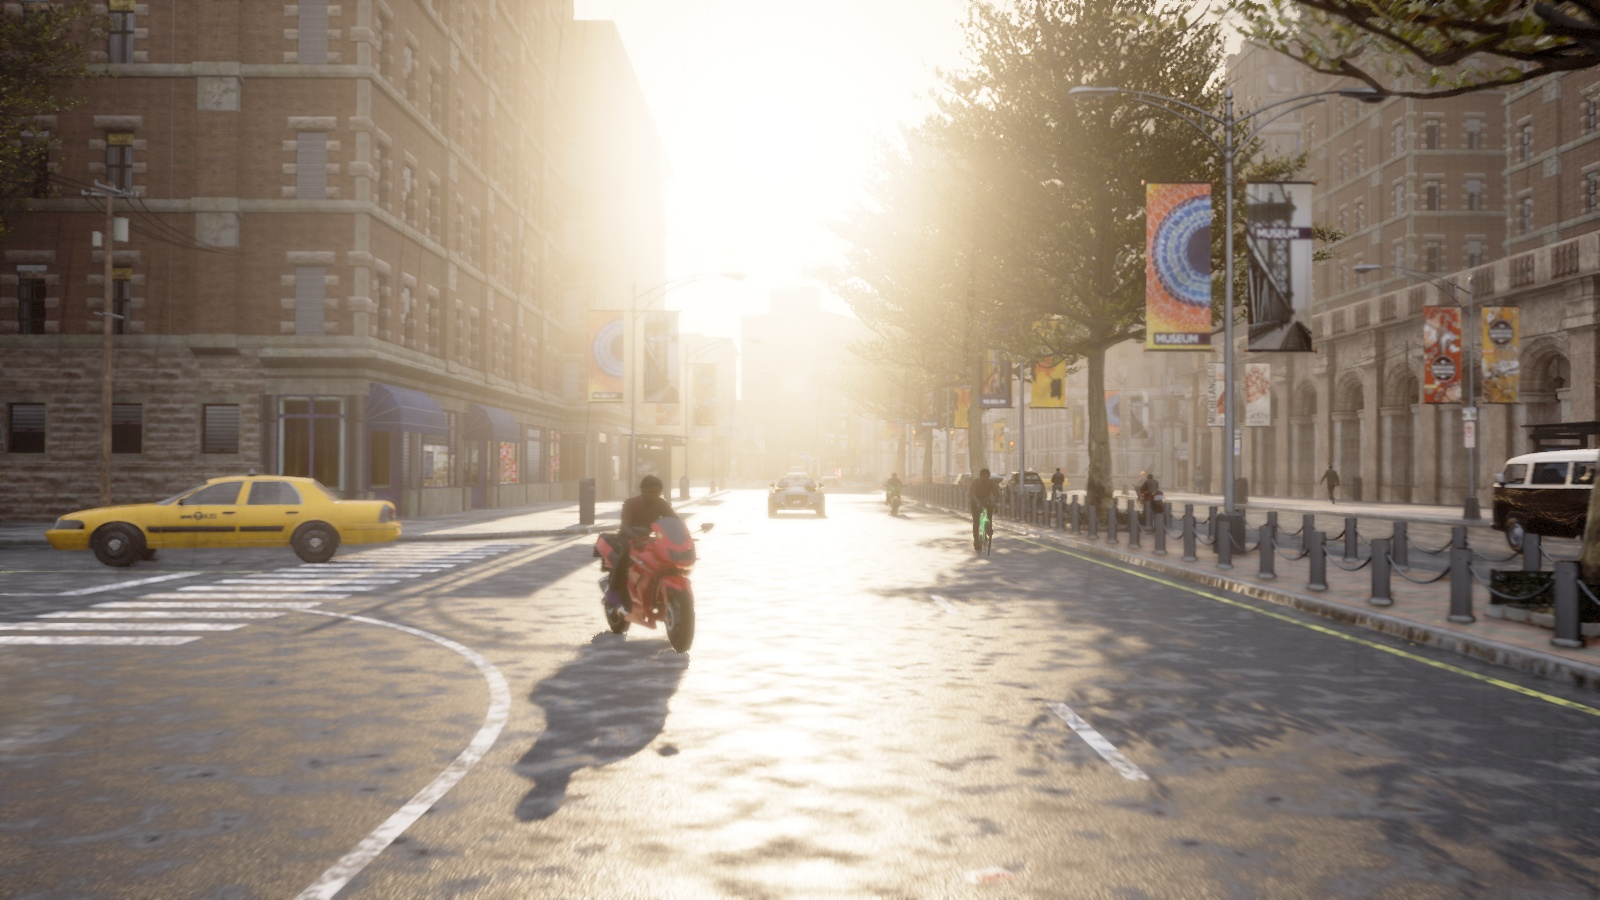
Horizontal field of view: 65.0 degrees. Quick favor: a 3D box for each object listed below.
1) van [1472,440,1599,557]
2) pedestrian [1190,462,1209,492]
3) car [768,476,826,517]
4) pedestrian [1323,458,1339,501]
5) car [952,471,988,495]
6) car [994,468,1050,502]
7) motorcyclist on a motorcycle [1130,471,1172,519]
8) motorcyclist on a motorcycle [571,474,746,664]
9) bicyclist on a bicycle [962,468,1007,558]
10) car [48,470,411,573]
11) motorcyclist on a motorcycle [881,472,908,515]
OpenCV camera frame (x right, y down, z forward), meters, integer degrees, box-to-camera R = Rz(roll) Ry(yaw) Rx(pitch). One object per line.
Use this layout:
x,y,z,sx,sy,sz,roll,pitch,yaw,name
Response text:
14.942,0.876,23.720,2.069,2.038,4.480,0,-1,0,van
24.834,1.680,78.107,0.874,1.855,0.900,0,-1,0,pedestrian
-0.107,1.627,44.692,1.994,1.385,4.181,0,-1,0,car
23.880,1.322,56.487,0.423,1.949,0.788,0,-1,7,pedestrian
11.228,2.170,83.304,1.837,1.490,4.892,0,-1,1,car
11.340,1.779,64.502,2.033,1.649,4.856,0,-1,0,car
11.402,1.436,40.874,0.797,1.523,2.044,0,-1,0,motorcyclist on a motorcycle
-1.326,0.992,11.335,0.797,1.523,2.044,-1,0,-29,motorcyclist on a motorcycle
3.443,1.147,23.487,0.582,1.620,1.656,0,-1,0,bicyclist on a bicycle
-9.374,1.146,21.161,5.366,1.575,1.801,0,-1,-17,car
3.392,1.539,45.131,0.797,1.523,2.044,0,-1,0,motorcyclist on a motorcycle
